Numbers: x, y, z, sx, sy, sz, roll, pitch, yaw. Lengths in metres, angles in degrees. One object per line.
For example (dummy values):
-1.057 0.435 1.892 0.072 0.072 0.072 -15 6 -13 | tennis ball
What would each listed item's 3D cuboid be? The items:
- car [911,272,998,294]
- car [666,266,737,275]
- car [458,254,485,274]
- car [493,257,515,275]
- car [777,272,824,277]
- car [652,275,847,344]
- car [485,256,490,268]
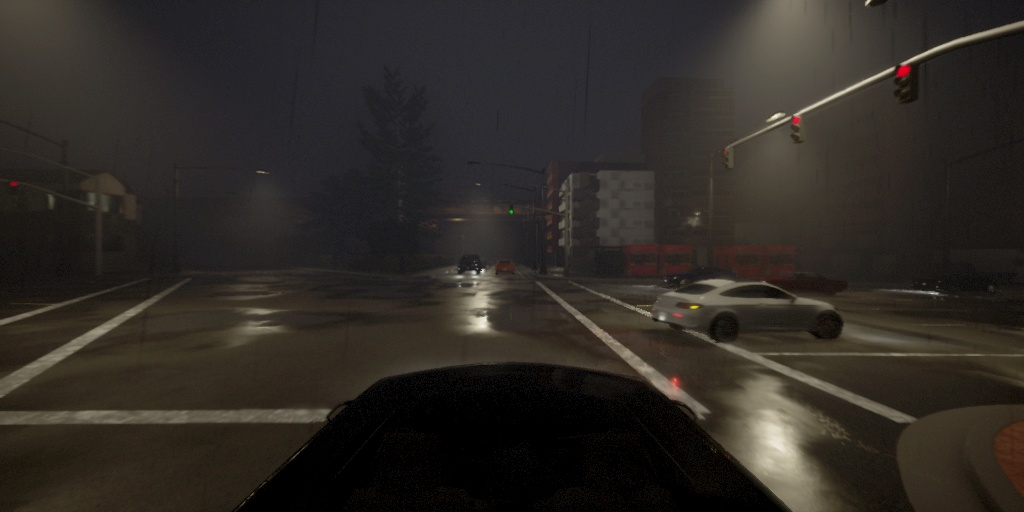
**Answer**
29.571 1.734 24.051 4.181 1.385 1.994 1 0 -2 | car
12.372 1.383 23.513 4.674 1.442 1.812 1 0 -3 | car
-4.455 0.844 38.608 2.150 2.045 5.566 0 0 -1 | car
-0.753 1.121 37.674 1.882 1.535 5.008 0 0 -1 | car
15.719 1.521 20.131 4.718 1.301 1.895 1 0 -2 | car
6.033 1.329 9.351 4.674 1.442 1.812 1 -1 -10 | car
-4.729 1.075 52.040 2.128 1.511 4.902 0 0 -1 | car
